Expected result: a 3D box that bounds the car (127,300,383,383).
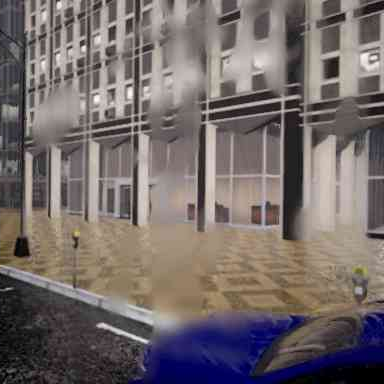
[{"bbox_3d":[1.546,1.549,2.271,4.674,1.442,1.812,0,0,38],"label":"car"}]
